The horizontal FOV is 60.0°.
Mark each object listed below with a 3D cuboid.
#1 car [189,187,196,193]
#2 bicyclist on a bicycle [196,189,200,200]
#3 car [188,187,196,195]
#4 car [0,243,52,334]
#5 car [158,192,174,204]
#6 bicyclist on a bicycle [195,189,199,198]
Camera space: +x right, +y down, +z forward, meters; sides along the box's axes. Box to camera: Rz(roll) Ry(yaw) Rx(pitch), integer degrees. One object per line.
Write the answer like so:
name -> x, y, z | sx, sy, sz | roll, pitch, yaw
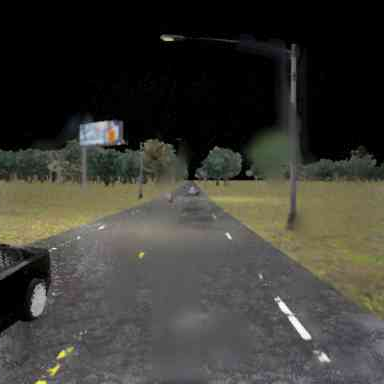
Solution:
car -> 0.065, -0.484, 88.664 | 1.882, 1.535, 5.008 | 0, 2, 0
bicyclist on a bicycle -> 1.000, 0.480, 56.008 | 0.659, 1.776, 1.843 | 0, 2, 0
car -> 0.057, 0.001, 77.284 | 1.994, 1.385, 4.181 | 0, 2, 0
car -> -3.596, 1.454, 4.321 | 1.882, 1.535, 5.008 | 0, 0, 0
car -> -3.550, 0.806, 45.254 | 1.882, 1.535, 5.008 | 0, 1, 0
bicyclist on a bicycle -> 1.007, 0.231, 64.992 | 0.659, 1.776, 1.843 | 0, 2, 0
